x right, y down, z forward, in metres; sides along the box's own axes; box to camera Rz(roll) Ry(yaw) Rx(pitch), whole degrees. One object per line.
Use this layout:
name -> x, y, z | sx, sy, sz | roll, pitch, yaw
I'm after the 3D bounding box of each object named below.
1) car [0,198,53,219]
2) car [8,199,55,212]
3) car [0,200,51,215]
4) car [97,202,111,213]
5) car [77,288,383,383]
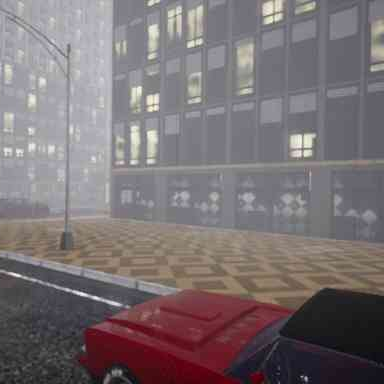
car -> -15.851, 1.482, 30.795 | 2.192, 1.841, 5.009 | 1, 0, 37
car -> -19.335, 1.596, 40.174 | 1.752, 1.417, 4.829 | 1, 0, 37
car -> -18.626, 1.642, 36.768 | 2.033, 1.411, 5.357 | 1, 0, 37
car -> -9.040, 1.793, 39.997 | 1.752, 1.417, 4.829 | 1, 0, 37
car -> 1.139, 1.600, 2.873 | 4.718, 1.301, 1.895 | 0, 0, 36
